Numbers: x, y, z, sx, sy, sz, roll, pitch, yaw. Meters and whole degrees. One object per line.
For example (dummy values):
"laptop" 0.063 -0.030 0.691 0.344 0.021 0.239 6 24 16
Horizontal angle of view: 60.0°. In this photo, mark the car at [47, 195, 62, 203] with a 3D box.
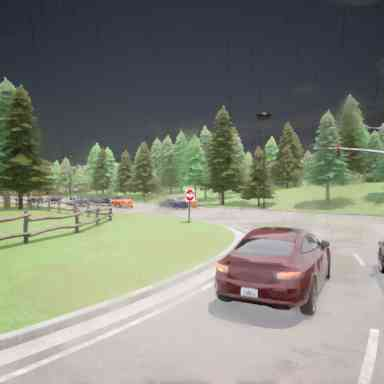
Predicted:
"car" -28.920 1.358 69.382 2.097 1.767 4.553 0 0 -40

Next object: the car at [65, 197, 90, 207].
"car" -17.924 1.527 51.173 1.812 1.442 4.674 0 0 -40

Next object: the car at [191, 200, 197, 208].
"car" -1.330 1.354 47.855 2.097 1.767 4.553 0 0 -40

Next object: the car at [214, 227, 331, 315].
"car" 2.041 1.526 7.633 1.812 1.442 4.674 0 0 28

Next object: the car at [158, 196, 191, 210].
"car" -2.671 1.527 44.027 1.812 1.442 4.674 0 0 -40

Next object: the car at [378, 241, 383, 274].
"car" 5.349 1.548 7.331 2.033 1.411 5.357 0 0 24

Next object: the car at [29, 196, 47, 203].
"car" -31.193 1.527 66.661 1.812 1.442 4.674 0 0 -40

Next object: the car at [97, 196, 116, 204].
"car" -17.123 1.509 66.451 1.837 1.490 4.892 0 1 -40

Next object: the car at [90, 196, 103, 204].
"car" -18.198 1.550 62.311 2.033 1.411 5.357 0 0 -40

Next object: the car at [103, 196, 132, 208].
"car" -10.464 1.354 47.796 2.097 1.767 4.553 0 0 -40
